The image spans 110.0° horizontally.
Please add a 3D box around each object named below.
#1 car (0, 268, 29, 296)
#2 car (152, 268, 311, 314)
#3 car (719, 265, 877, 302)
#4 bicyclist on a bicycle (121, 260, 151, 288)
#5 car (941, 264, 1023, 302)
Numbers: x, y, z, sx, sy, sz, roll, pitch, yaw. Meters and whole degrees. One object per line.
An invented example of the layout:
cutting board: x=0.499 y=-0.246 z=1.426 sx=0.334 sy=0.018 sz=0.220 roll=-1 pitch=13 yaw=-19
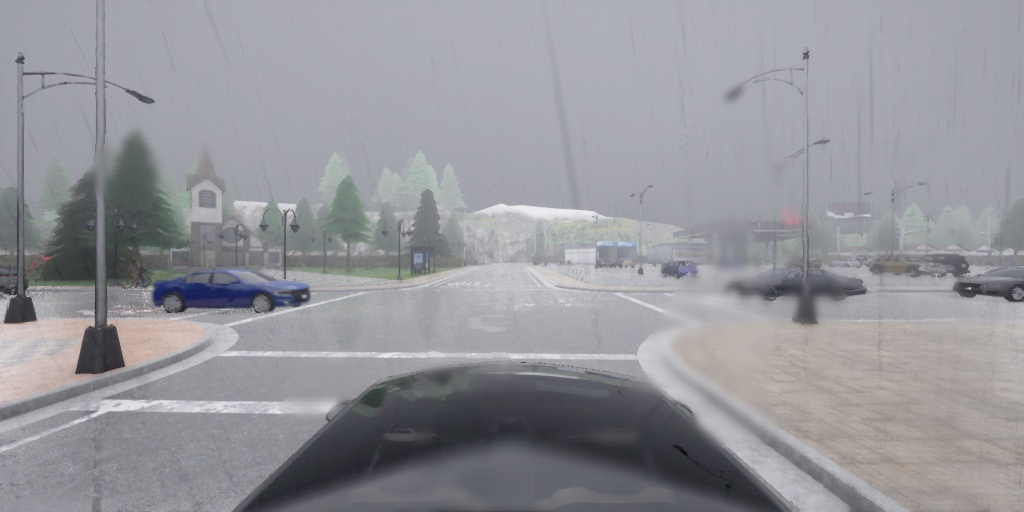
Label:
car: x=-26.172 y=1.226 z=16.995 sx=4.902 sy=1.511 sz=2.128 roll=0 pitch=0 yaw=1
car: x=-10.047 y=1.214 z=13.064 sx=5.008 sy=1.535 sz=1.882 roll=0 pitch=0 yaw=1
car: x=12.884 y=1.282 z=16.437 sx=5.357 sy=1.411 sz=2.033 roll=0 pitch=0 yaw=1
bicyclist on a bicycle: x=-21.710 y=1.035 z=20.713 sx=0.582 sy=1.620 sz=1.656 roll=0 pitch=0 yaw=1
car: x=23.214 y=1.240 z=16.297 sx=4.892 sy=1.490 sz=1.837 roll=0 pitch=0 yaw=1
